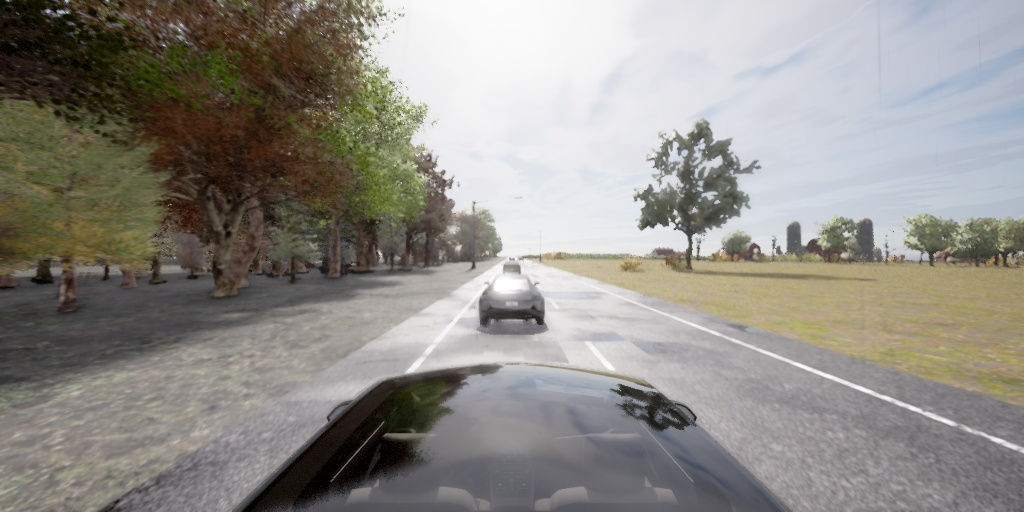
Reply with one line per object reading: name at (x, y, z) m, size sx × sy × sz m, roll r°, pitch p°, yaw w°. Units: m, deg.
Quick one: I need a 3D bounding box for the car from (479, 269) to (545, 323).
car at (-0.001, 1.311, 12.053) m, size 1.994 × 1.385 × 4.181 m, roll 0°, pitch 0°, yaw 0°

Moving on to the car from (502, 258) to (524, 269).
car at (-0.009, 1.222, 38.786) m, size 1.882 × 1.535 × 5.008 m, roll 0°, pitch 0°, yaw 0°
